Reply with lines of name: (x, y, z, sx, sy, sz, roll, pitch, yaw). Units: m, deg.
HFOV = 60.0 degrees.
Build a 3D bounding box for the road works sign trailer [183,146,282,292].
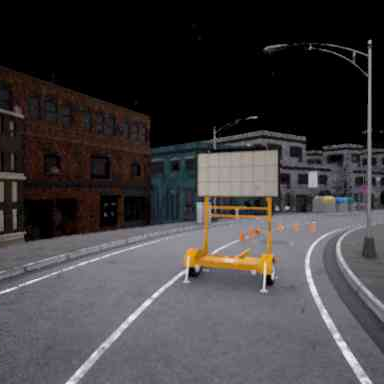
road works sign trailer: (1.317, 0.562, 9.473, 2.380, 3.560, 2.880, 0, -1, 23)
